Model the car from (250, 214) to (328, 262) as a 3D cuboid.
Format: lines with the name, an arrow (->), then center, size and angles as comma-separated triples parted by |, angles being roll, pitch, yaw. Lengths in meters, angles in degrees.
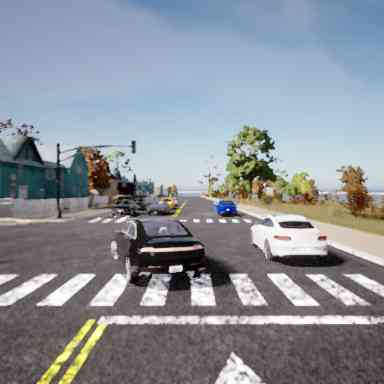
car -> 3.350, 1.531, 12.090 | 1.812, 1.442, 4.674 | 0, 0, 0

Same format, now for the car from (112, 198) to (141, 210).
car -> -6.592, 1.531, 32.811 | 1.837, 1.490, 4.892 | 0, 0, 0

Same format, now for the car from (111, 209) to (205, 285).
car -> -1.162, 1.497, 9.693 | 2.128, 1.511, 4.902 | 0, 0, -19

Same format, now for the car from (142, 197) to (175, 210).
car -> -3.306, 1.575, 33.931 | 2.033, 1.411, 5.357 | 0, 0, 3

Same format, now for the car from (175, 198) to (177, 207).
car -> -3.316, 1.519, 43.915 | 1.882, 1.535, 5.008 | 0, 0, 0

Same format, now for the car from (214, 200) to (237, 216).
car -> 3.348, 1.504, 33.468 | 1.882, 1.535, 5.008 | 0, 0, 0

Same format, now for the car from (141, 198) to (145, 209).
car -> -6.577, 1.544, 42.221 | 1.837, 1.490, 4.892 | 0, 0, 0

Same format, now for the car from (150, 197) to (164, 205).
car -> -6.505, 1.624, 62.612 | 2.033, 1.411, 5.357 | 0, 0, 0

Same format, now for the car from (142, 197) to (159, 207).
car -> -6.503, 1.603, 52.247 | 2.033, 1.411, 5.357 | 0, 0, 0
